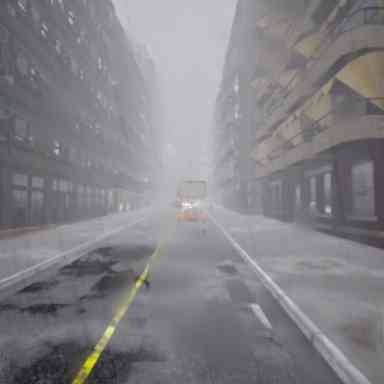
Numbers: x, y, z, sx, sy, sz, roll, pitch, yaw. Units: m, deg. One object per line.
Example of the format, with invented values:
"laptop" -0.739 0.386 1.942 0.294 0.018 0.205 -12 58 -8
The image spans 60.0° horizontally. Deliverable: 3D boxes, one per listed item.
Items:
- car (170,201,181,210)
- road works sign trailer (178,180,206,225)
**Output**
"car" -2.786 2.246 58.152 1.882 1.535 5.008 0 -1 1
"road works sign trailer" -0.001 0.833 27.738 2.380 3.560 2.880 0 -1 0
